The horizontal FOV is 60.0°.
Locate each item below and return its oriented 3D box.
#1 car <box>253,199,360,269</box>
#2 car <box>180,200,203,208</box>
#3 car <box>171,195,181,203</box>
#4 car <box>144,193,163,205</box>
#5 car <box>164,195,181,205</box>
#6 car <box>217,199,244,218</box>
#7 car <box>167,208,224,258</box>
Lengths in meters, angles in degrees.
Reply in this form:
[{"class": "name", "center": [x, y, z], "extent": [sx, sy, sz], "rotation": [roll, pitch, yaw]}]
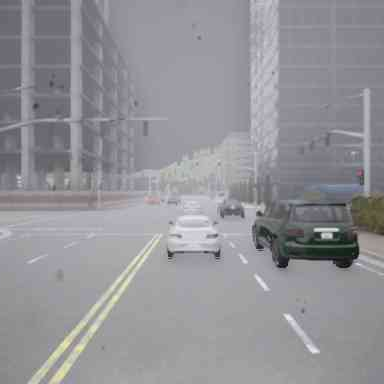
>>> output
[{"class": "car", "center": [3.568, 1.253, 11.457], "extent": [2.150, 2.045, 5.566], "rotation": [0, 0, 0]}, {"class": "car", "center": [0.056, 1.612, 31.794], "extent": [1.812, 1.442, 4.674], "rotation": [0, 0, 0]}, {"class": "car", "center": [-3.595, 1.562, 76.779], "extent": [2.097, 1.767, 4.553], "rotation": [0, 0, 0]}, {"class": "car", "center": [-7.111, 1.518, 61.667], "extent": [2.097, 1.767, 4.553], "rotation": [0, 0, 1]}, {"class": "car", "center": [-3.613, 1.671, 61.640], "extent": [1.837, 1.490, 4.892], "rotation": [0, 0, 1]}, {"class": "car", "center": [3.555, 1.436, 31.050], "extent": [2.097, 1.767, 4.553], "rotation": [0, 0, 0]}, {"class": "car", "center": [0.052, 1.561, 12.769], "extent": [1.812, 1.442, 4.674], "rotation": [0, 0, 0]}]
